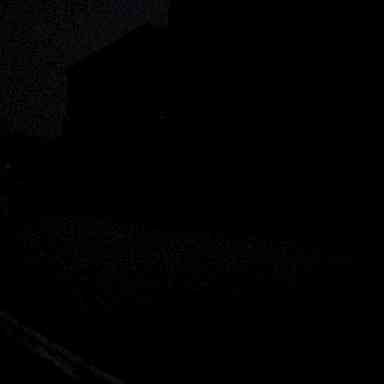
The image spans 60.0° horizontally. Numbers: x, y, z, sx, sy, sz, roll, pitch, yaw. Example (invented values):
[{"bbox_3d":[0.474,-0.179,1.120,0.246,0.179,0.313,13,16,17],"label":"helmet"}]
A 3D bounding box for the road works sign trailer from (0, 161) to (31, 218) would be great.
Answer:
[{"bbox_3d":[-14.236,-0.063,25.002,2.880,3.560,2.380,-7,-32,-4],"label":"road works sign trailer"}]
